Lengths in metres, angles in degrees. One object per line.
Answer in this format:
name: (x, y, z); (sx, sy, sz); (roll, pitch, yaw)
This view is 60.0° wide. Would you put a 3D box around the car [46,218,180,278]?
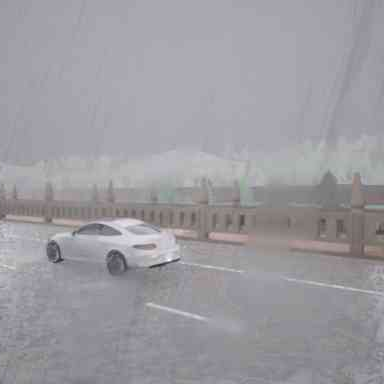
car: (-2.481, 1.509, 10.061); (4.674, 1.442, 1.812); (0, 0, 36)
